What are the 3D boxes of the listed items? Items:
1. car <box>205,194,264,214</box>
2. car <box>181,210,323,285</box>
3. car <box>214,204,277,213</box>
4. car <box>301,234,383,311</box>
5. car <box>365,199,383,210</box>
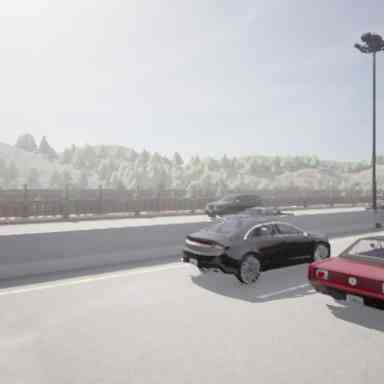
[{"bbox_3d":[3.712,1.191,28.140,5.566,2.045,2.150,0,0,-35],"label":"car"},{"bbox_3d":[2.011,1.476,9.485,4.902,1.511,2.128,0,0,-36],"label":"car"},{"bbox_3d":[3.852,1.576,19.639,4.718,1.301,1.895,0,0,-35],"label":"car"},{"bbox_3d":[4.642,1.584,7.063,4.718,1.301,1.895,0,0,-36],"label":"car"},{"bbox_3d":[20.479,1.490,35.770,4.674,1.442,1.812,0,0,-35],"label":"car"}]
